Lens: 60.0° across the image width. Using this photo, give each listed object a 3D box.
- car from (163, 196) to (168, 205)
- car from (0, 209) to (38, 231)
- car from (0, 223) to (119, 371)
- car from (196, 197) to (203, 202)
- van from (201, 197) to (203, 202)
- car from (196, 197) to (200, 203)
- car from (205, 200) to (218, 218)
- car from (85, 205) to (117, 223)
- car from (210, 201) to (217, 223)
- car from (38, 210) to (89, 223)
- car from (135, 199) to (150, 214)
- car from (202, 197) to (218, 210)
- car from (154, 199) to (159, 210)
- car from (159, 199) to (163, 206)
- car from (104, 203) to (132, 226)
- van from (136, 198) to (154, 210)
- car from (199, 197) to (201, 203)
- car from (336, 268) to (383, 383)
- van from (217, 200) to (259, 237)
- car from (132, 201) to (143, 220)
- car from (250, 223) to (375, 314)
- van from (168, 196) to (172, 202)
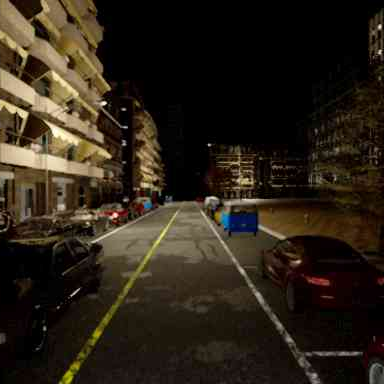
[{"bbox_3d":[-6.134,1.924,62.613,1.947,1.339,4.313,-1,0,0],"label":"car"},{"bbox_3d":[-5.740,1.365,7.351,2.192,1.841,5.009,0,0,0],"label":"car"},{"bbox_3d":[-3.033,1.586,6.269,2.033,1.411,5.357,0,0,0],"label":"car"},{"bbox_3d":[2.047,2.061,90.304,1.887,1.381,4.507,-1,0,0],"label":"car"},{"bbox_3d":[2.402,1.548,40.570,1.690,1.788,3.998,-1,0,0],"label":"van"},{"bbox_3d":[2.127,1.987,79.253,1.887,1.381,4.507,-1,0,0],"label":"car"},{"bbox_3d":[2.484,1.710,29.516,1.947,1.339,4.313,-1,0,0],"label":"car"},{"bbox_3d":[-5.816,1.656,18.403,2.008,1.369,4.403,-1,0,0],"label":"car"},{"bbox_3d":[2.522,1.641,24.158,1.752,1.417,4.829,-1,0,0],"label":"car"},{"bbox_3d":[-5.776,1.628,12.877,2.008,1.369,4.403,0,0,0],"label":"car"},{"bbox_3d":[-5.936,1.740,34.982,1.887,1.381,4.507,-1,0,0],"label":"car"},{"bbox_3d":[2.443,1.616,35.042,1.967,1.590,4.097,-1,0,0],"label":"car"},{"bbox_3d":[-6.015,1.841,46.034,1.802,1.307,4.206,-1,0,0],"label":"car"},{"bbox_3d":[-6.055,1.873,51.560,1.802,1.307,4.206,-1,0,0],"label":"car"},{"bbox_3d":[-5.857,1.575,23.929,1.967,1.590,4.097,-1,0,0],"label":"car"},{"bbox_3d":[-5.977,1.568,40.510,1.690,1.788,3.998,-1,0,0],"label":"van"},{"bbox_3d":[2.363,1.765,46.264,1.752,1.417,4.829,-1,0,0],"label":"car"},{"bbox_3d":[2.682,1.585,1.884,1.802,1.307,4.206,0,0,0],"label":"car"},{"bbox_3d":[2.562,1.427,18.464,1.690,1.788,3.998,-1,0,0],"label":"van"},{"bbox_3d":[-5.896,1.731,29.455,1.947,1.339,4.313,-1,0,0],"label":"car"},{"bbox_3d":[2.643,1.612,7.409,1.802,1.307,4.206,-1,0,0],"label":"car"},{"bbox_3d":[-6.335,1.877,90.246,1.690,1.788,3.998,-1,0,0],"label":"van"}]
